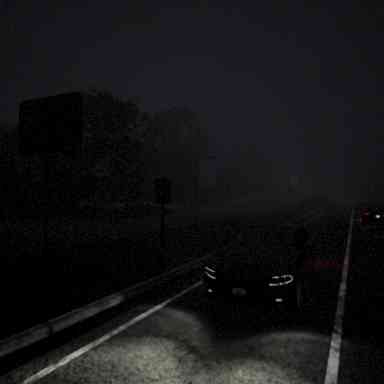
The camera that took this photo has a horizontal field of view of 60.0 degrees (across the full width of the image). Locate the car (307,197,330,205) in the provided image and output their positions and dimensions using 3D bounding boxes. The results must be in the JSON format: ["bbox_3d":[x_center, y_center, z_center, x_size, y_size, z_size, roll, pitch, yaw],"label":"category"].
[{"bbox_3d":[28.269,1.937,74.392,4.553,1.767,2.185,0,-1,26],"label":"car"}]

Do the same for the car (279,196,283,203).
[{"bbox_3d":[20.321,2.209,87.539,5.366,1.575,1.946,0,-1,26],"label":"car"}]

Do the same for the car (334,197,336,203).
[{"bbox_3d":[33.182,2.241,84.469,5.008,1.535,2.097,0,-1,26],"label":"car"}]

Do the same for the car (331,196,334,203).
[{"bbox_3d":[26.981,1.771,71.906,5.566,2.045,2.435,0,-1,26],"label":"car"}]

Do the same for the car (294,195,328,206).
[{"bbox_3d":[22.062,1.884,61.830,4.892,1.521,2.231,0,-1,26],"label":"car"}]

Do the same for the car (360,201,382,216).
[{"bbox_3d":[19.998,1.804,37.400,2.033,1.411,5.357,0,0,26],"label":"car"}]

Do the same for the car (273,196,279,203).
[{"bbox_3d":[18.930,2.207,85.118,4.674,1.452,2.002,0,-1,26],"label":"car"}]

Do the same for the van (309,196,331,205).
[{"bbox_3d":[29.581,1.882,76.873,4.442,1.987,1.878,0,-1,26],"label":"van"}]

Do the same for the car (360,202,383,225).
[{"bbox_3d":[14.171,1.740,25.538,1.994,1.385,4.181,0,-1,26],"label":"car"}]

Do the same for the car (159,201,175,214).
[{"bbox_3d":[-4.881,1.666,36.756,5.008,1.535,2.097,0,0,26],"label":"car"}]

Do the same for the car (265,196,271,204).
[{"bbox_3d":[15.277,1.912,77.611,4.553,1.767,2.185,0,-1,26],"label":"car"}]

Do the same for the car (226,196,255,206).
[{"bbox_3d":[9.106,1.872,65.129,5.008,1.535,2.097,0,0,26],"label":"car"}]

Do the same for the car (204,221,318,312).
[{"bbox_3d":[1.940,1.533,8.225,1.882,1.535,5.008,0,0,26],"label":"car"}]

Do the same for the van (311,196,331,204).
[{"bbox_3d":[31.840,1.971,82.009,4.442,1.987,1.878,0,-1,26],"label":"van"}]

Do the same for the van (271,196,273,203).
[{"bbox_3d":[16.371,1.853,80.173,4.442,1.987,1.878,0,-1,26],"label":"van"}]

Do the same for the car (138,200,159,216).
[{"bbox_3d":[-6.317,1.647,33.814,4.892,1.521,2.231,0,0,26],"label":"car"}]

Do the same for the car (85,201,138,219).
[{"bbox_3d":[-7.767,1.665,30.876,4.674,1.452,2.002,0,0,26],"label":"car"}]

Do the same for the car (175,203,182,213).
[{"bbox_3d":[-3.483,1.727,39.576,4.674,1.452,2.002,0,0,26],"label":"car"}]

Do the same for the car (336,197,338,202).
[{"bbox_3d":[34.387,2.035,87.005,5.566,2.045,2.435,0,-1,26],"label":"car"}]

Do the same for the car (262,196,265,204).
[{"bbox_3d":[12.789,2.002,72.627,4.674,1.452,2.002,0,-1,26],"label":"car"}]

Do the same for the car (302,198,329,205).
[{"bbox_3d":[25.762,1.982,69.376,4.892,1.521,2.231,0,-1,26],"label":"car"}]

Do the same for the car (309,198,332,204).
[{"bbox_3d":[30.715,2.153,79.435,4.892,1.521,2.231,0,-1,26],"label":"car"}]

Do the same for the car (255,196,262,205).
[{"bbox_3d":[11.556,1.928,70.129,5.008,1.535,2.097,0,-1,26],"label":"car"}]

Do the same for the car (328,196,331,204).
[{"bbox_3d":[23.269,1.661,64.360,5.566,2.045,2.435,0,-1,26],"label":"car"}]
